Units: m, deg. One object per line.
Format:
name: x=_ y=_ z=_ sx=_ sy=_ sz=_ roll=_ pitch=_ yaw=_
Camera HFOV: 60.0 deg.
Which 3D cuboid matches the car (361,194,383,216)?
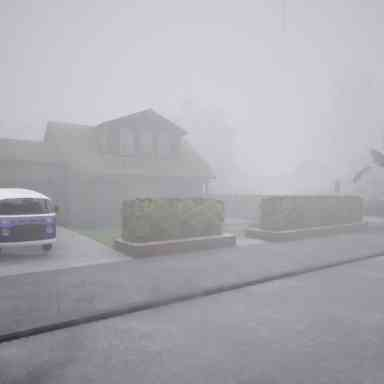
car: x=16.167 y=1.352 z=29.157 sx=2.097 sy=1.767 sz=4.553 roll=0 pitch=0 yaw=-35
